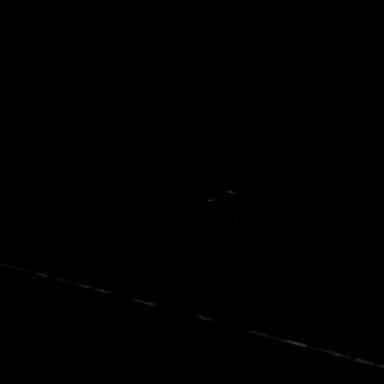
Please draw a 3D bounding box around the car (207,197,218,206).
[{"bbox_3d":[3.933,1.415,50.033,2.128,1.511,4.902,0,0,37],"label":"car"}]
